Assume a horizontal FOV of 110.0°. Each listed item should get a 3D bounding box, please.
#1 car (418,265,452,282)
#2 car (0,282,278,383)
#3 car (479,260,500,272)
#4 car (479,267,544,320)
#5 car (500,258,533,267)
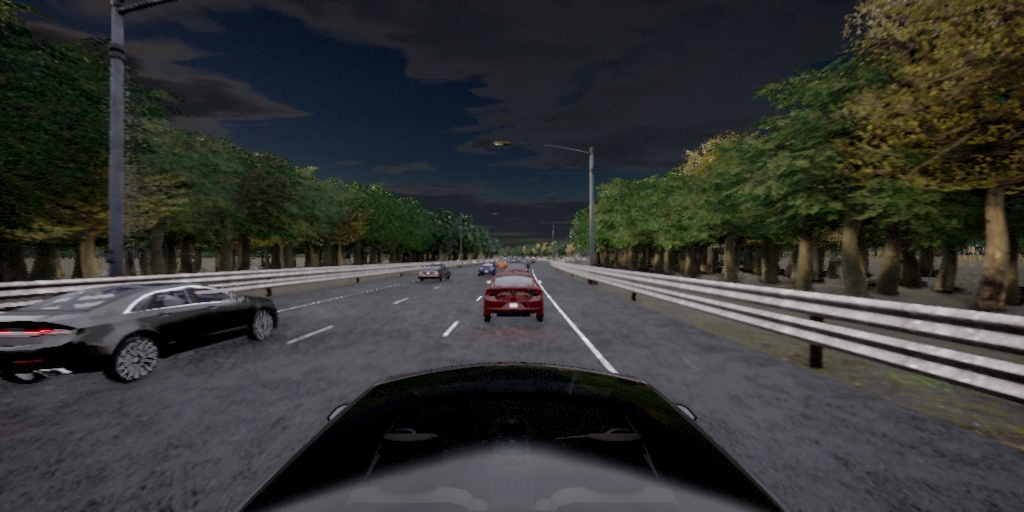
[{"bbox_3d":[-6.512,1.436,30.771,2.033,1.411,5.357,0,0,2],"label":"car"},{"bbox_3d":[-6.878,1.267,7.142,2.128,1.511,4.902,0,0,0],"label":"car"},{"bbox_3d":[-2.633,1.457,40.593,1.812,1.442,4.674,0,0,2],"label":"car"},{"bbox_3d":[0.075,1.303,12.873,1.882,1.535,5.008,0,-1,1],"label":"car"},{"bbox_3d":[0.401,1.239,29.390,2.097,1.767,4.553,0,0,2],"label":"car"}]
